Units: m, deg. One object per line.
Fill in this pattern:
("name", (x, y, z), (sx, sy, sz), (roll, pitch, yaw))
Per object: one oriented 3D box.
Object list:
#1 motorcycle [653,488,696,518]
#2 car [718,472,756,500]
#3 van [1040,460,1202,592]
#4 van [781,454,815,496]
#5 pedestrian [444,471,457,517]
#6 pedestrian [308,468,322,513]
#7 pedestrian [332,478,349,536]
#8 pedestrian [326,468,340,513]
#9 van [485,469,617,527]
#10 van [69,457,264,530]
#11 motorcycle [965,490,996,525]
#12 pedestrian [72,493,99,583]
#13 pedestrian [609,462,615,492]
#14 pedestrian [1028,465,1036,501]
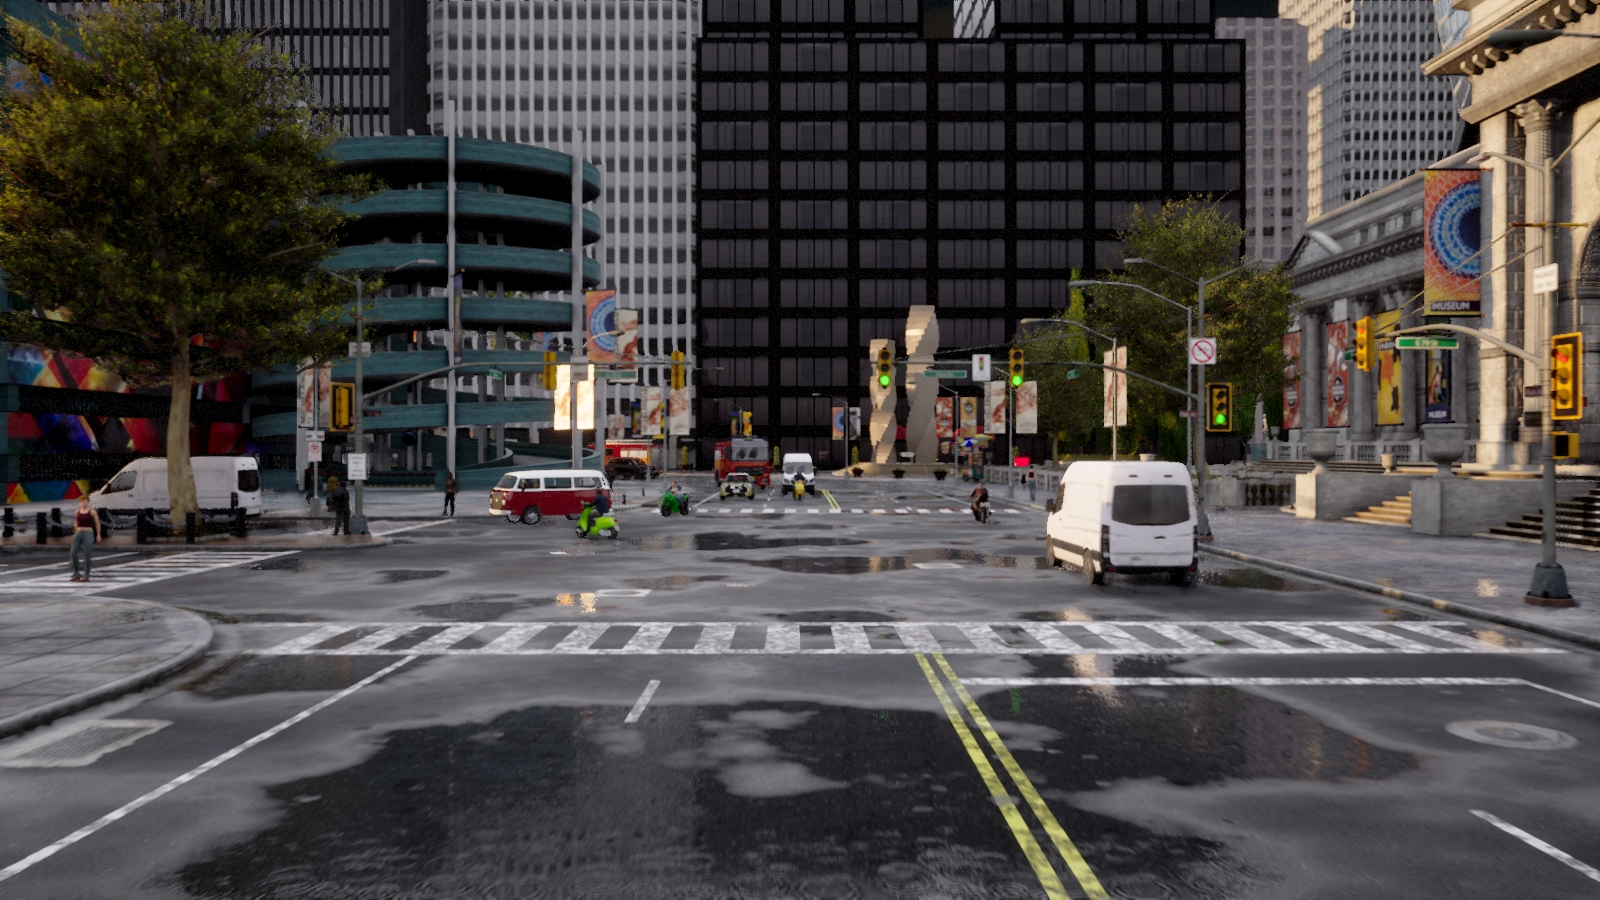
("motorcycle", (-5.239, 2.207, 47.793), (0.803, 1.145, 2.033), (0, 0, 27))
("car", (-3.549, 2.057, 65.251), (1.970, 1.475, 3.806), (0, 0, 0))
("van", (6.990, 1.531, 25.631), (1.988, 2.561, 5.915), (0, 0, 0))
("van", (-0.162, 1.526, 73.203), (1.988, 2.561, 5.915), (0, 0, -2))
("pedestrian", (-14.083, 1.776, 46.075), (0.375, 1.860, 0.375), (0, 0, 7))
("pedestrian", (-20.247, 1.691, 47.697), (0.375, 1.860, 0.375), (0, 0, 7))
("pedestrian", (-14.949, 1.844, 37.171), (0.375, 1.860, 0.375), (0, 0, 9))
("pedestrian", (-19.463, 1.690, 47.619), (0.375, 1.860, 0.375), (0, 0, 11))
("van", (-9.485, 1.780, 43.663), (4.480, 2.038, 2.069), (0, 0, -37))
("van", (-22.610, 1.529, 40.925), (5.915, 2.561, 1.988), (0, 0, 0))
("motorcycle", (6.993, 2.199, 44.288), (0.867, 1.251, 2.209), (0, 0, 0))
("pedestrian", (-15.006, 1.845, 24.000), (0.375, 1.860, 0.375), (0, 0, -8))
("pedestrian", (-11.855, 1.687, 71.910), (0.375, 1.860, 0.375), (0, 0, -9))
("pedestrian", (11.991, 1.689, 59.049), (0.375, 1.860, 0.375), (0, 0, 7))
